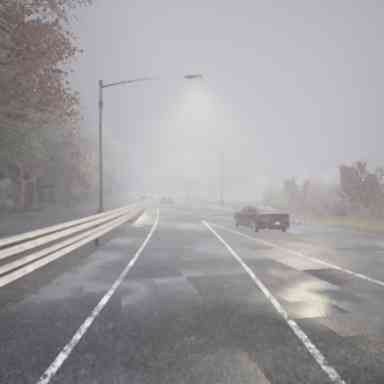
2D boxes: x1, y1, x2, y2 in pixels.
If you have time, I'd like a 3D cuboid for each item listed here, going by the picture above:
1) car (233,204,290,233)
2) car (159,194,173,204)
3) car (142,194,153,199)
[{"bbox_3d":[3.957,1.474,19.762,1.882,1.535,5.008,0,0,-12],"label":"car"},{"bbox_3d":[-4.775,1.228,60.176,2.097,1.767,4.553,0,0,-12],"label":"car"},{"bbox_3d":[-12.152,1.241,94.363,2.128,1.511,4.902,0,0,-12],"label":"car"}]
